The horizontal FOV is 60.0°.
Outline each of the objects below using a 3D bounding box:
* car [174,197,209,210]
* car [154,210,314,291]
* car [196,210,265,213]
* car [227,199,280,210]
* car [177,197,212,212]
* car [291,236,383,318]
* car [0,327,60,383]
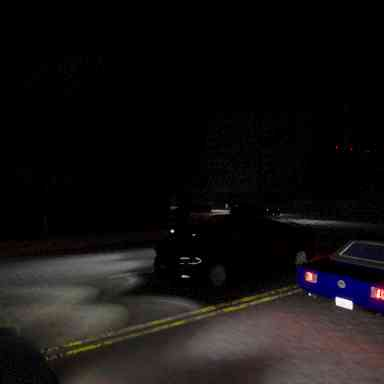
[{"bbox_3d":[-0.138,1.491,44.490,2.128,1.511,4.902,0,0,-36],"label":"car"},{"bbox_3d":[1.346,1.477,9.245,5.008,1.535,1.882,0,0,-35],"label":"car"},{"bbox_3d":[1.401,1.601,13.576,4.718,1.301,1.895,0,0,-35],"label":"car"},{"bbox_3d":[5.730,1.601,30.304,1.895,1.301,4.718,0,0,-36],"label":"car"},{"bbox_3d":[0.240,1.478,37.944,1.882,1.535,5.008,0,0,-36],"label":"car"},{"bbox_3d":[4.403,1.601,6.911,4.718,1.301,1.895,0,0,-35],"label":"car"},{"bbox_3d":[-3.079,1.601,1.556,4.718,1.301,1.895,0,0,-35],"label":"car"}]
